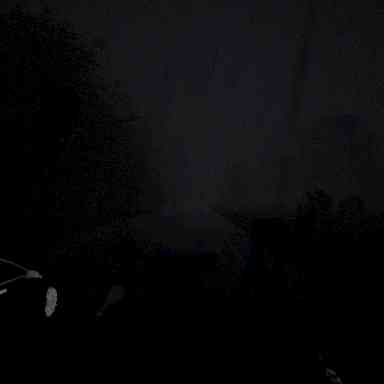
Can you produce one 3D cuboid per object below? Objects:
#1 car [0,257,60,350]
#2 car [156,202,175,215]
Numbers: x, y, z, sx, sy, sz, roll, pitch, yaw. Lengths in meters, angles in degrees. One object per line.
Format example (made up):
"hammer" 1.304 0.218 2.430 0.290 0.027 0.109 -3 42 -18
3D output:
"car" -3.404 1.550 4.410 1.837 1.490 4.892 0 -1 0
"car" -3.014 1.913 38.624 1.812 1.442 4.674 0 -1 2
